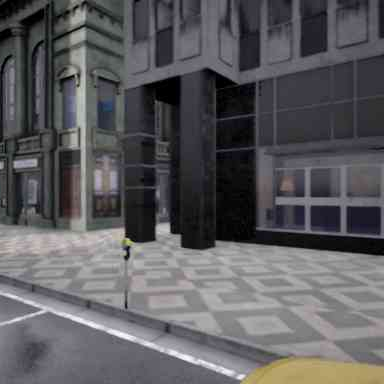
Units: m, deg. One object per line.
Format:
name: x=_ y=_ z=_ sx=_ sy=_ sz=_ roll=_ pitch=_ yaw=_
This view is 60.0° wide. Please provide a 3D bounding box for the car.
car: x=2.203 y=1.520 z=1.389 sx=4.829 sy=1.417 sz=1.752 roll=0 pitch=0 yaw=35
